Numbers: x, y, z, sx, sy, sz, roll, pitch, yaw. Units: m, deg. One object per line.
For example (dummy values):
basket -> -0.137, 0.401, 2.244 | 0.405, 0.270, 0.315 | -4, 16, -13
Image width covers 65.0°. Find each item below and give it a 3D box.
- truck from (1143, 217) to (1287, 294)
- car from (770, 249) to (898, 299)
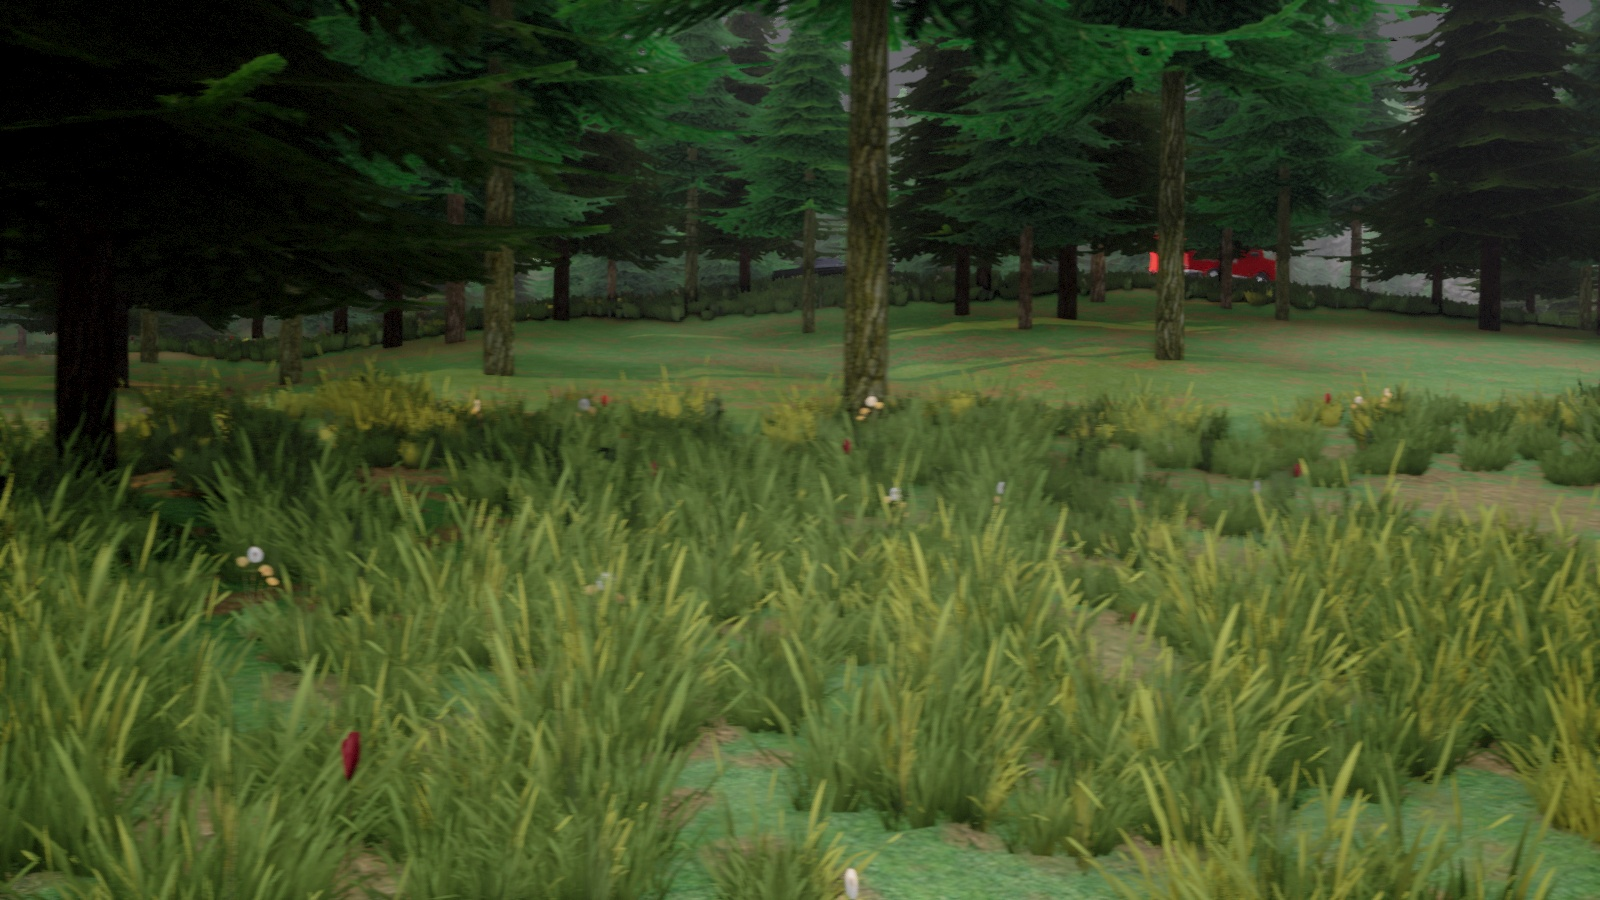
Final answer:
truck -> 17.042, -7.922, 51.562 | 5.204, 2.467, 2.627 | 0, 1, -25
car -> 1.310, -6.710, 48.050 | 4.718, 1.301, 1.895 | -4, 1, 3
